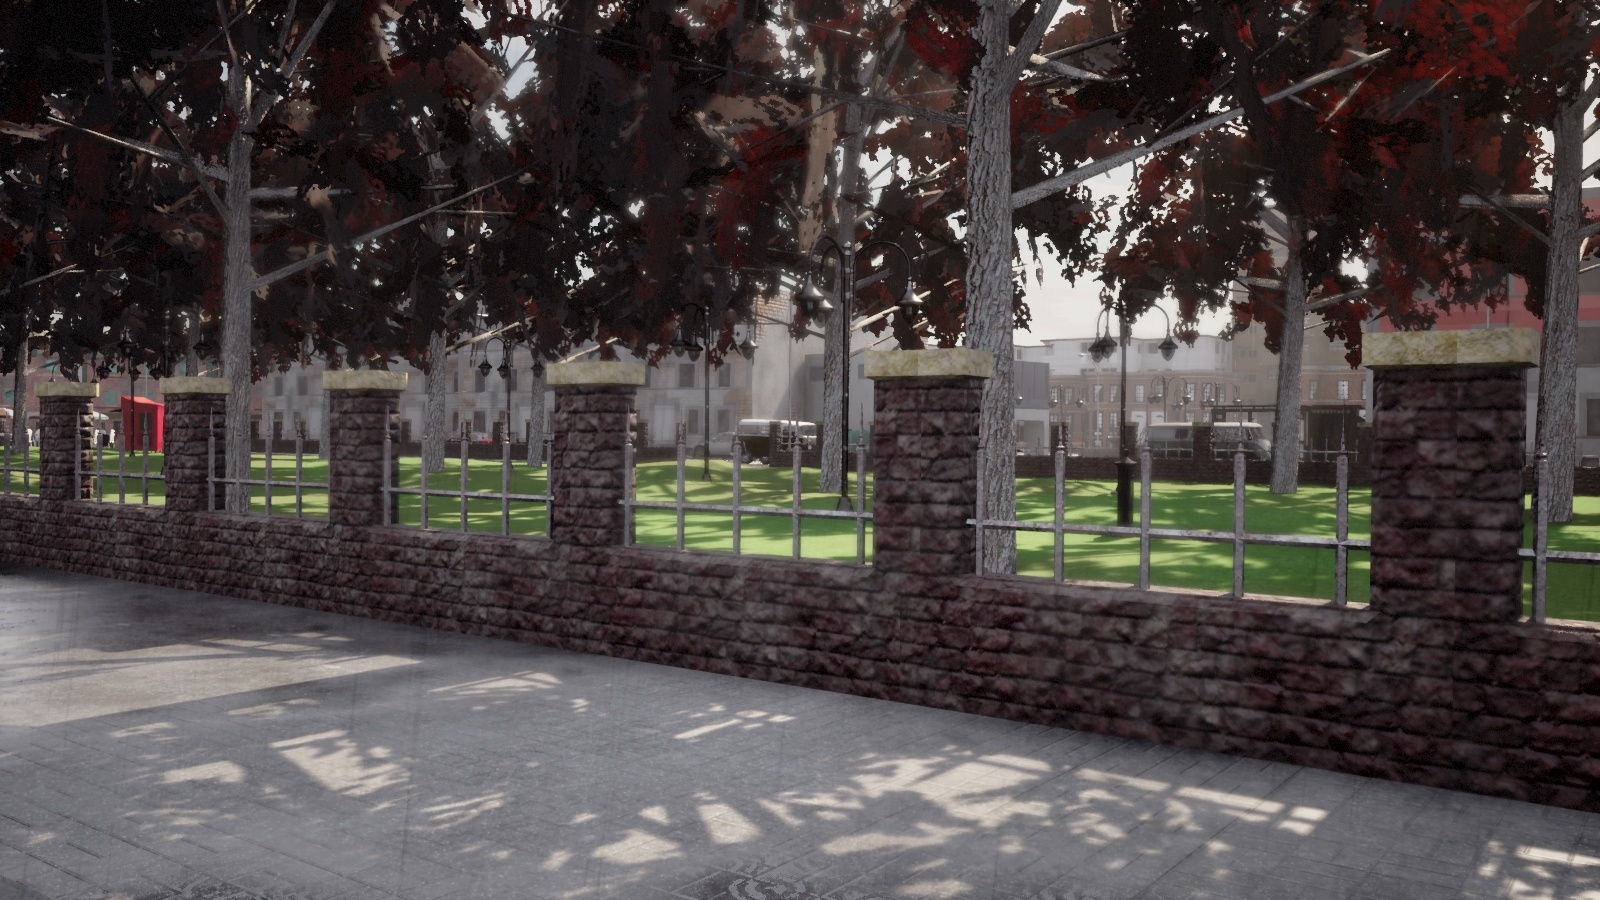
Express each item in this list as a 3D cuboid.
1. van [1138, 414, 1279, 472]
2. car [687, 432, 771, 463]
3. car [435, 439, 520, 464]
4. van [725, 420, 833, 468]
[{"bbox_3d":[14.553,-0.260,44.835,4.442,1.987,1.775,0,1,36],"label":"van"},{"bbox_3d":[-3.574,-0.133,63.182,3.806,1.475,1.970,0,1,36],"label":"car"},{"bbox_3d":[-17.639,0.055,68.570,4.718,1.301,1.895,0,1,36],"label":"car"},{"bbox_3d":[-0.953,-0.315,56.274,4.480,2.038,2.069,2,2,36],"label":"van"}]
